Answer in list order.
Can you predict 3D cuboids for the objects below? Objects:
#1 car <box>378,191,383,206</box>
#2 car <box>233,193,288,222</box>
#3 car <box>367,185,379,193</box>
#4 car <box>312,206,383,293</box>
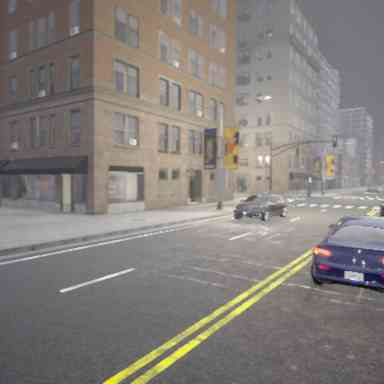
[{"bbox_3d":[12.849,0.850,20.591,1.837,1.490,4.892,2,1,34],"label":"car"},{"bbox_3d":[4.174,0.845,19.704,1.837,1.490,4.892,2,2,34],"label":"car"},{"bbox_3d":[36.976,-0.619,67.896,2.128,1.511,4.902,2,2,34],"label":"car"},{"bbox_3d":[4.159,1.269,7.789,1.812,1.442,4.674,2,2,34],"label":"car"}]
